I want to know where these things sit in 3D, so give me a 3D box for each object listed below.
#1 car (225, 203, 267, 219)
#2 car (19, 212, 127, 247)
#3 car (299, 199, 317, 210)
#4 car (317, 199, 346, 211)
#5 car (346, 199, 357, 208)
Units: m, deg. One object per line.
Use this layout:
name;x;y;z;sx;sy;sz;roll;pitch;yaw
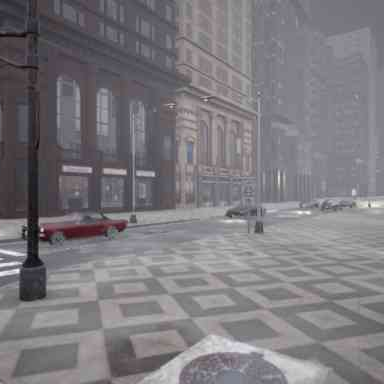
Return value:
car;5.015;1.634;30.111;2.033;1.411;5.357;0;0;36
car;-5.387;1.634;15.588;1.895;1.301;4.718;0;0;36
car;16.122;1.653;45.459;2.128;1.511;4.902;0;0;36
car;17.832;1.655;42.523;1.812;1.442;4.674;0;0;36
car;23.736;1.702;50.766;2.033;1.411;5.357;0;0;36
